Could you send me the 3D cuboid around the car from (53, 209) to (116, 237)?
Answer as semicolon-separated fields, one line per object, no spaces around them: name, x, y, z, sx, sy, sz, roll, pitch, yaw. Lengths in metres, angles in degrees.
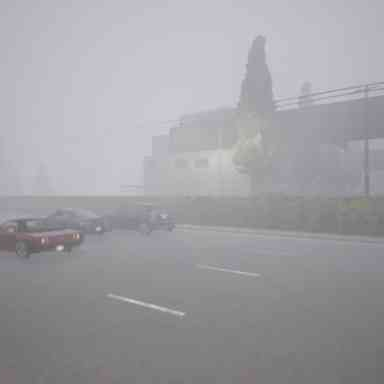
car;-6.294;1.582;17.056;4.674;1.442;1.812;0;0;36

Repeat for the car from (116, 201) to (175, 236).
car;-3.212;1.402;19.149;4.553;1.767;2.097;0;0;36

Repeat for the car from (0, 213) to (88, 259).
car;-6.350;1.648;12.780;4.718;1.301;1.895;0;0;36
